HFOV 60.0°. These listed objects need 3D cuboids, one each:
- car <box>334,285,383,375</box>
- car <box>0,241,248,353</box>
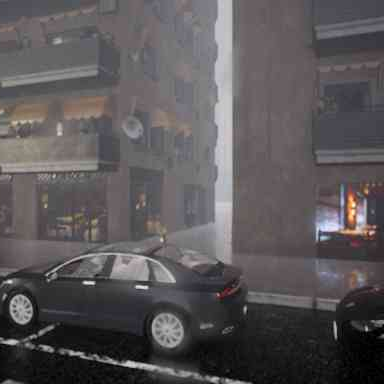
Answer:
[{"bbox_3d":[4.070,1.564,3.963,4.313,1.339,1.947,0,0,19],"label":"car"},{"bbox_3d":[-1.269,1.548,5.751,4.403,1.369,2.008,0,0,19],"label":"car"}]
